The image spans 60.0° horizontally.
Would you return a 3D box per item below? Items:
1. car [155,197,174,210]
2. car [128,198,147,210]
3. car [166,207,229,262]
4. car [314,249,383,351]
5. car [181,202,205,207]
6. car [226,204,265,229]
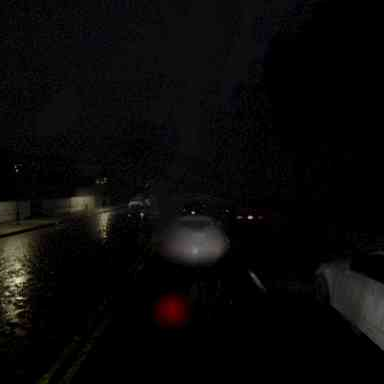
[{"bbox_3d":[-3.339,1.407,41.061,1.837,1.490,4.892,0,0,0],"label":"car"},{"bbox_3d":[-6.590,1.427,40.805,1.812,1.442,4.674,0,0,0],"label":"car"},{"bbox_3d":[0.089,1.495,11.893,1.812,1.442,4.674,0,0,0],"label":"car"},{"bbox_3d":[3.306,1.513,4.737,1.812,1.442,4.674,0,0,1],"label":"car"},{"bbox_3d":[0.087,1.499,26.846,1.994,1.385,4.181,0,0,0],"label":"car"},{"bbox_3d":[3.318,1.495,21.368,2.033,1.411,5.357,0,0,0],"label":"car"}]
